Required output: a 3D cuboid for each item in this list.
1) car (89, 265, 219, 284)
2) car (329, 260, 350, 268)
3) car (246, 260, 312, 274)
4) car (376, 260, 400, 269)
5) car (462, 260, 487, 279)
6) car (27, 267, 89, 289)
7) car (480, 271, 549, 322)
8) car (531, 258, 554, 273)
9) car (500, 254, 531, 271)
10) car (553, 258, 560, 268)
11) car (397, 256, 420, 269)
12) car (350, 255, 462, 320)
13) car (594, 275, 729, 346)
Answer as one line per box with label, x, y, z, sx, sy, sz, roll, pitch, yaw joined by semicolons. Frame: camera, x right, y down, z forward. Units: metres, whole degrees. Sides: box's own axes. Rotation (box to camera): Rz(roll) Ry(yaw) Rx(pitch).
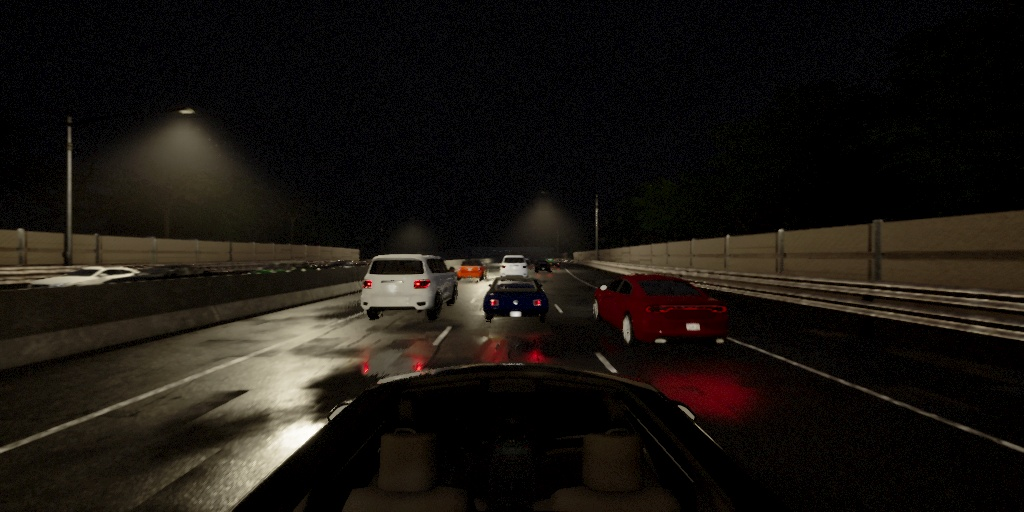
car;-17.568;1.227;18.298;1.882;1.535;5.008;0;0;0
car;-23.611;1.308;50.242;2.033;1.411;5.357;0;0;-2
car;-14.053;1.102;21.851;2.097;1.767;4.553;0;0;0
car;-20.682;1.323;59.961;2.033;1.411;5.357;0;0;1
car;-3.314;1.105;30.300;2.097;1.767;4.553;0;0;0
car;-21.068;1.274;18.237;1.812;1.442;4.674;0;0;0
car;0.113;1.351;12.348;1.895;1.301;4.718;0;0;0
car;3.684;1.276;44.130;1.812;1.442;4.674;0;0;0
car;0.182;0.974;29.835;2.150;2.045;5.566;0;0;0
car;7.233;1.385;61.993;1.895;1.301;4.718;0;0;3
car;-17.192;0.997;59.869;2.150;2.045;5.566;0;0;1
car;-3.386;0.972;12.835;2.150;2.045;5.566;0;0;0
car;3.507;1.221;9.407;1.882;1.535;5.008;0;0;0
